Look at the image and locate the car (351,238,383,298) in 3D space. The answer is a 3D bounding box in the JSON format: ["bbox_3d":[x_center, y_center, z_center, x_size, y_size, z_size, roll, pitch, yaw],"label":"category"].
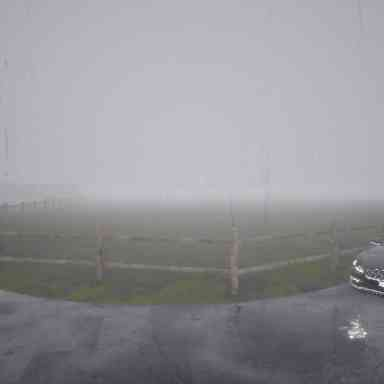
[{"bbox_3d":[5.543,1.467,7.545,4.892,1.490,1.837,0,0,-35],"label":"car"}]
